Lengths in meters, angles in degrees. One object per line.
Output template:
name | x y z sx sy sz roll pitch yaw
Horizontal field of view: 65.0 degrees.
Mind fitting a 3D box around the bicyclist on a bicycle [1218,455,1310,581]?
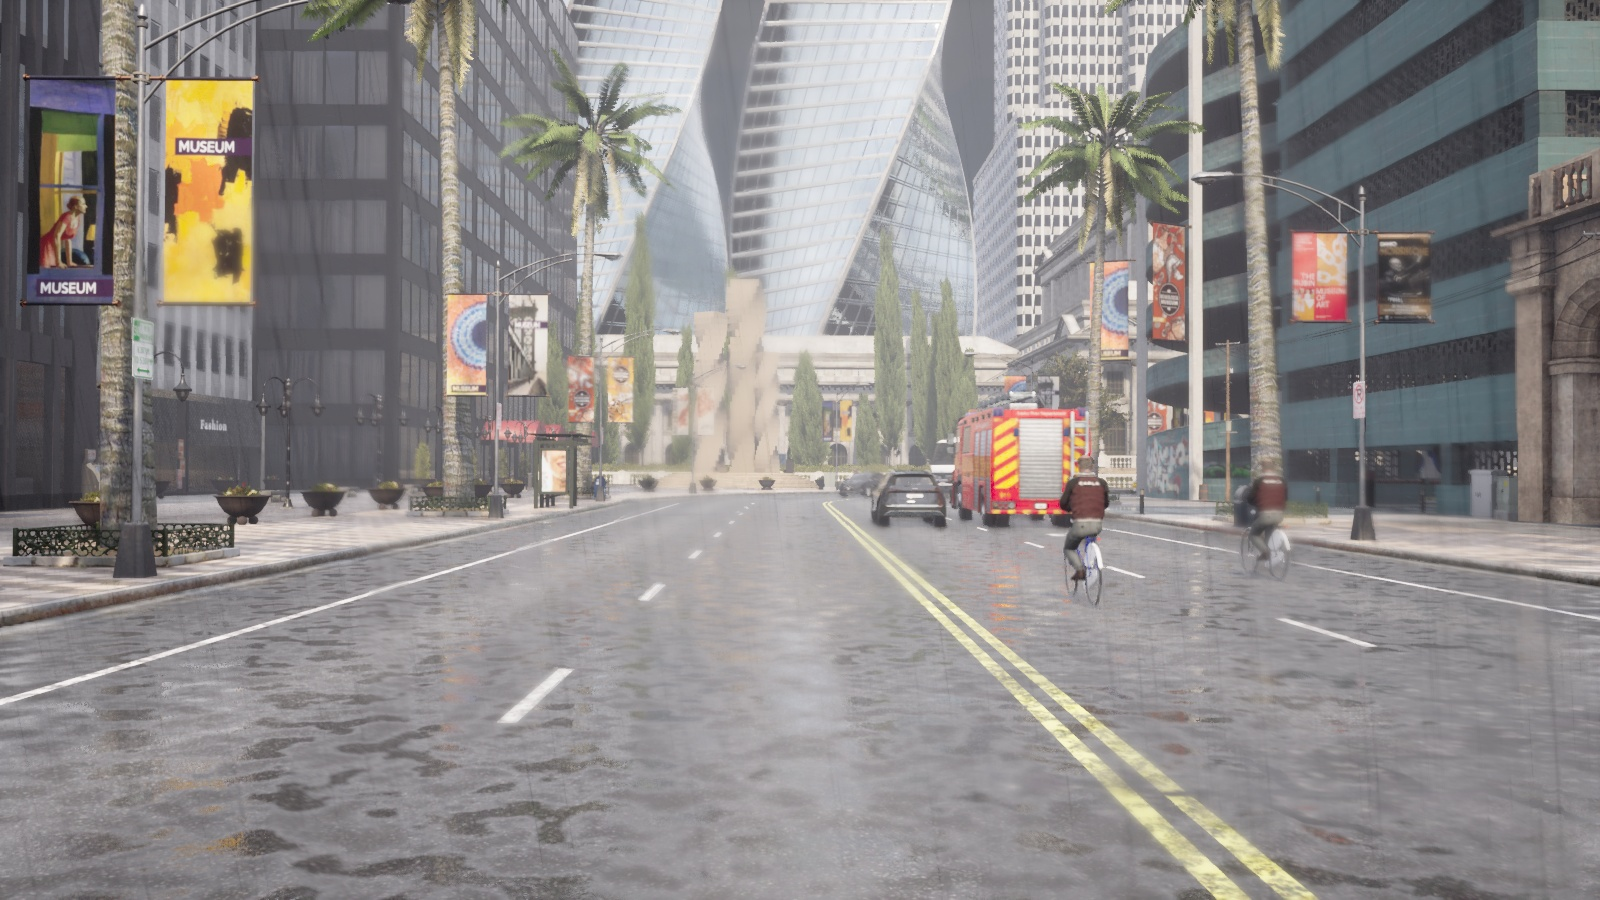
bicyclist on a bicycle | 6.856 0.970 18.638 0.659 1.776 1.843 0 -1 0

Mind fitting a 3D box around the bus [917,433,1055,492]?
bus | 14.106 0.971 94.864 10.273 4.253 3.944 0 -1 -33

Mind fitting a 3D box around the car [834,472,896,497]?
car | 4.064 2.103 77.606 1.837 1.490 4.892 -1 -1 29

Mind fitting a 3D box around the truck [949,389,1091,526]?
truck | 6.678 0.284 39.434 2.891 3.827 8.468 0 -1 0

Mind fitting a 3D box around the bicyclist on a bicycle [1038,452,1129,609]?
bicyclist on a bicycle | 3.385 0.925 15.147 0.659 1.776 1.843 0 -1 0

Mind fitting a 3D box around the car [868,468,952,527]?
car | 3.199 1.359 37.449 2.033 1.649 4.856 0 -1 0
